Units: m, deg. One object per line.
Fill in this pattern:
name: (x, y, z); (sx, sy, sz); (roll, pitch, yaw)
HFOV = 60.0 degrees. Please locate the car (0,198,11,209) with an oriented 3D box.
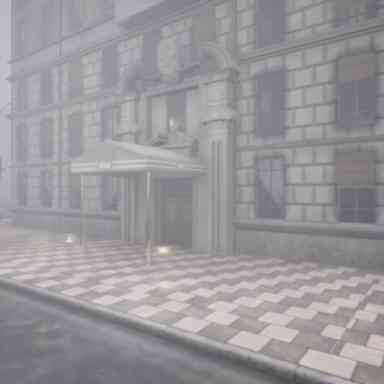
car: (-24.157, 1.464, 40.179); (1.812, 1.442, 4.674); (0, 0, 36)
